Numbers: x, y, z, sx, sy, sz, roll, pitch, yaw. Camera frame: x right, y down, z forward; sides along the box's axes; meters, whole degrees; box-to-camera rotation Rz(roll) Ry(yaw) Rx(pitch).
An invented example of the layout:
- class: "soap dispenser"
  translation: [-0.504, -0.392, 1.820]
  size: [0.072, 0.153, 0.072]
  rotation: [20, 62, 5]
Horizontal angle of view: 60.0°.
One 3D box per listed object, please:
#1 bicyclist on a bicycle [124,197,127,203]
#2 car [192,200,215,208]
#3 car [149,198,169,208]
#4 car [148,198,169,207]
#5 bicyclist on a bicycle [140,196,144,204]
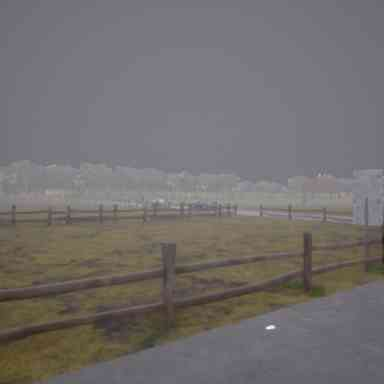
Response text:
- class: "bicyclist on a bicycle"
  translation: [-15.990, 1.875, 79.410]
  size: [0.866, 1.612, 1.509]
  rotation: [-1, 0, -35]
- class: "car"
  translation: [1.860, 1.964, 52.855]
  size: [2.128, 1.511, 4.902]
  rotation: [-1, 0, -35]
- class: "car"
  translation: [-5.627, 2.025, 58.668]
  size: [1.812, 1.442, 4.674]
  rotation: [-1, 0, -35]
- class: "car"
  translation: [-6.554, 1.971, 64.754]
  size: [1.837, 1.490, 4.892]
  rotation: [-1, 0, -35]
- class: "bicyclist on a bicycle"
  translation: [-10.792, 1.816, 72.059]
  size: [0.659, 1.776, 1.843]
  rotation: [-1, 1, -35]
